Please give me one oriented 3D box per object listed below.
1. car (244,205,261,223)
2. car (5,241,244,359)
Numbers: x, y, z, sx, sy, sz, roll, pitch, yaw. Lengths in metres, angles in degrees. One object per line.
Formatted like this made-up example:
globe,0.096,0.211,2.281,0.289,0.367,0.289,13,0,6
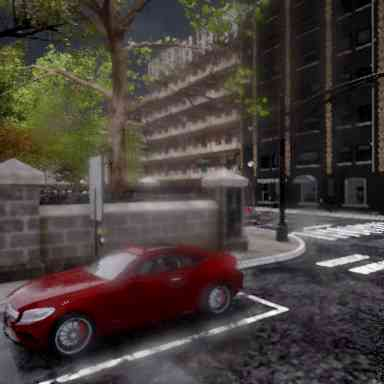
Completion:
car,2.563,1.181,21.794,1.967,1.590,4.097,1,1,-36
car,-0.911,1.580,5.912,4.206,1.307,1.802,0,0,-35
